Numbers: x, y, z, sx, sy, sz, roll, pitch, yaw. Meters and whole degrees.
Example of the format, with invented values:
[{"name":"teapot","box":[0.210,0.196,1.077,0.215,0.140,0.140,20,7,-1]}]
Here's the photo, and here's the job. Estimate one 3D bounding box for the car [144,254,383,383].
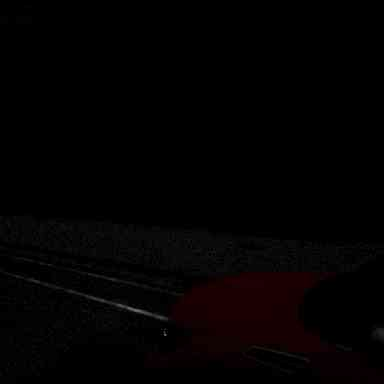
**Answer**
[{"name":"car","box":[2.234,1.222,2.090,5.566,2.045,2.150,0,0,35]}]
